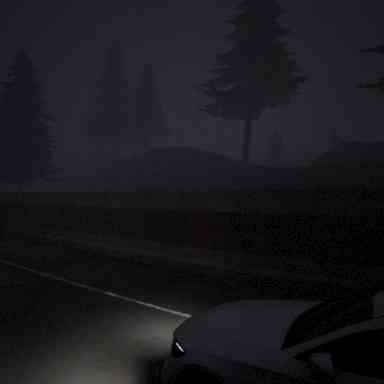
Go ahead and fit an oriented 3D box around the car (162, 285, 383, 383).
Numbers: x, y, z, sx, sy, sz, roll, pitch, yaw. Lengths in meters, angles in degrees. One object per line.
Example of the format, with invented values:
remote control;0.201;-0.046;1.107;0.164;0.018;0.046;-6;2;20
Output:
car;1.883;1.536;2.729;4.674;1.442;1.812;-1;0;36
